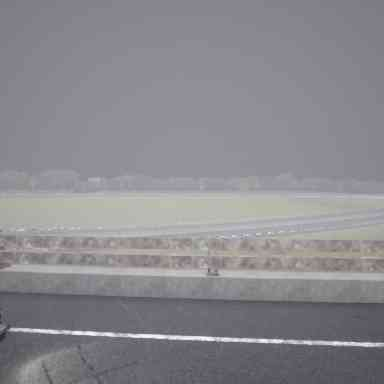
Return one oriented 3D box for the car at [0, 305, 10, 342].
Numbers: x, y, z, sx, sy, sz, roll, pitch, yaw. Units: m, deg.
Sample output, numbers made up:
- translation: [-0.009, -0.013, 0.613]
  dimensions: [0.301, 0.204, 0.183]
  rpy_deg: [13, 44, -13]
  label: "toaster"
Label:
- translation: [-5.210, 1.548, 4.044]
  dimensions: [5.357, 1.411, 2.033]
  rpy_deg: [0, 0, 6]
  label: "car"
